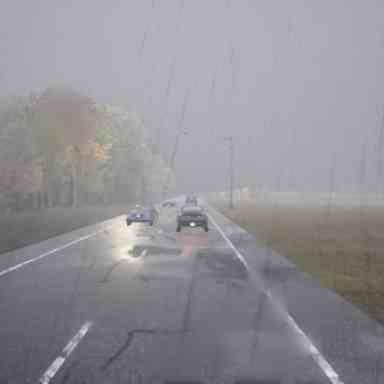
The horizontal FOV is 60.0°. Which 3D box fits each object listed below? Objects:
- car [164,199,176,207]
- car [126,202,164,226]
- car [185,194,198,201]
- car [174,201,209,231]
[{"bbox_3d":[-3.595,1.713,54.164,1.895,1.301,4.718,0,0,0],"label":"car"},{"bbox_3d":[-3.484,1.596,24.021,2.033,1.411,5.357,0,0,0],"label":"car"},{"bbox_3d":[-0.115,1.361,59.688,2.150,2.045,5.566,0,0,0],"label":"car"},{"bbox_3d":[0.026,1.562,21.160,1.837,1.490,4.892,0,0,0],"label":"car"}]
